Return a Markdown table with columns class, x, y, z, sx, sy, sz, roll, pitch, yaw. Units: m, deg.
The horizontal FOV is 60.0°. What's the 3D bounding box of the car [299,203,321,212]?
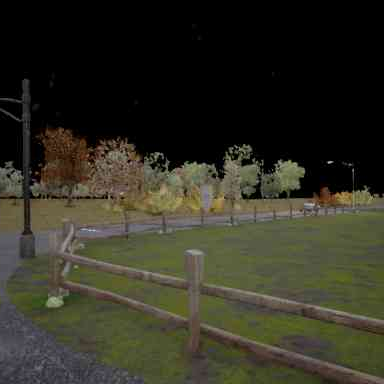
| class | x | y | z | sx | sy | sz | roll | pitch | yaw |
| --- | --- | --- | --- | --- | --- | --- | --- | --- | --- |
| car | 18.819 | 2.448 | 53.000 | 2.033 | 1.411 | 5.357 | -1 | -2 | 40 |
